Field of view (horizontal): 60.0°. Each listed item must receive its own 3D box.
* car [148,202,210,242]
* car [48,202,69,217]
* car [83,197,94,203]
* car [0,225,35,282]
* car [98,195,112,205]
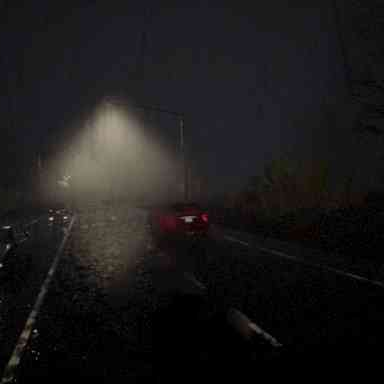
[{"bbox_3d":[-0.788,1.258,16.302,2.097,1.767,4.553,-3,0,-18],"label":"car"},{"bbox_3d":[-15.333,1.986,38.491,1.837,1.490,4.892,-3,1,-18],"label":"car"},{"bbox_3d":[-28.253,2.222,89.524,1.895,1.301,4.718,-3,1,-18],"label":"car"},{"bbox_3d":[-6.164,1.775,10.361,2.033,1.411,5.357,-3,0,-18],"label":"car"},{"bbox_3d":[-17.394,1.794,67.410,2.128,1.511,4.902,-3,1,-18],"label":"car"}]
